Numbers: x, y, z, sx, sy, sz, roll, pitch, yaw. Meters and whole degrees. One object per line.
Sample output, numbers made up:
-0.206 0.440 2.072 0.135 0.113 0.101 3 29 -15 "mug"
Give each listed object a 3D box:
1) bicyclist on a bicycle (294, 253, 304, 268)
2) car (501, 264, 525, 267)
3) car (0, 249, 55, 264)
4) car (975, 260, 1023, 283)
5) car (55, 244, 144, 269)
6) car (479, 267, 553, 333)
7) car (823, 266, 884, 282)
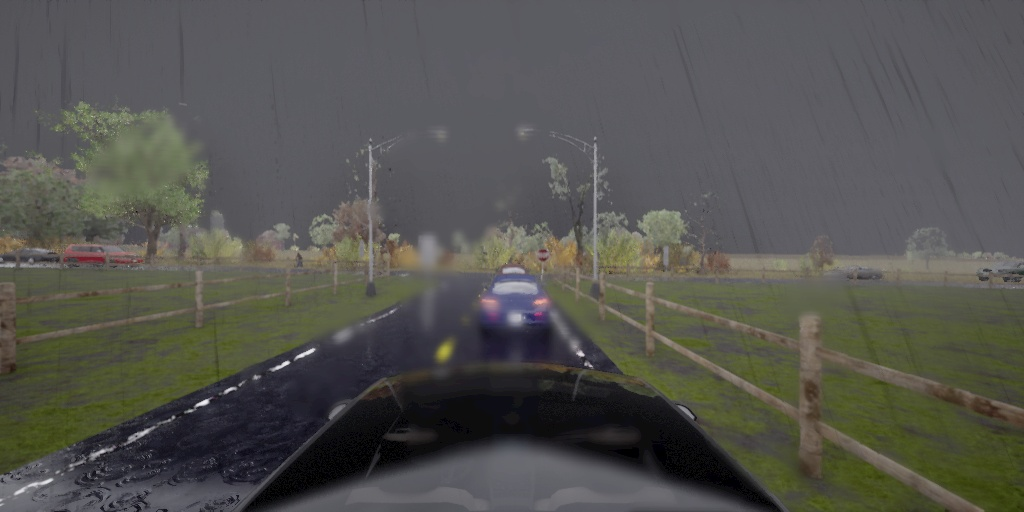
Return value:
-22.636 0.456 38.108 0.582 1.620 1.656 1 1 0 "bicyclist on a bicycle"
0.050 1.154 19.381 1.812 1.442 4.674 0 0 -1 "car"
-47.115 0.017 35.015 4.892 1.490 1.837 1 1 0 "car"
49.042 1.454 34.991 5.566 2.045 2.150 1 1 0 "car"
-36.540 0.018 32.118 5.566 2.045 2.150 1 1 0 "car"
0.098 1.215 10.328 1.812 1.442 4.674 0 0 0 "car"
33.335 1.736 35.088 4.902 1.511 2.128 1 1 0 "car"
